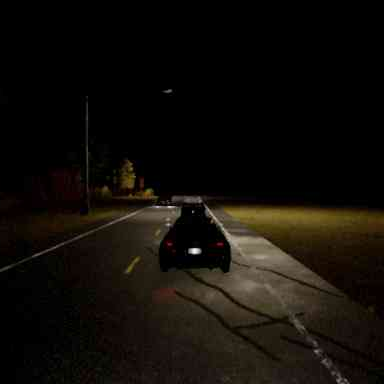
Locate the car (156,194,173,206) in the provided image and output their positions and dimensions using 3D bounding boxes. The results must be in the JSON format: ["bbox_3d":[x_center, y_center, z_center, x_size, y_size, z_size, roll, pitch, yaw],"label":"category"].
[{"bbox_3d":[-3.577,1.071,43.722,1.837,1.490,4.892,0,0,0],"label":"car"}]

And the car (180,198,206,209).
[{"bbox_3d":[0.090,1.223,26.984,2.128,1.511,4.902,0,1,0],"label":"car"}]

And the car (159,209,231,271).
[{"bbox_3d":[0.082,1.458,10.521,1.994,1.385,4.181,0,1,0],"label":"car"}]
